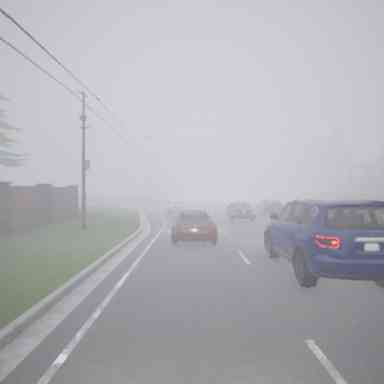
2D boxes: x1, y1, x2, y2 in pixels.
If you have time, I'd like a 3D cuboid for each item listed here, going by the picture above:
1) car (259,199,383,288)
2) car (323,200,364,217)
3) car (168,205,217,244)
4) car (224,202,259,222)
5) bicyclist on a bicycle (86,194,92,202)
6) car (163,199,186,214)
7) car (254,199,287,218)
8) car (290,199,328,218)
[{"bbox_3d":[3.580,1.192,9.280,2.150,2.045,5.566,0,0,0],"label":"car"},{"bbox_3d":[14.100,1.472,31.266,1.994,1.385,4.181,0,0,0],"label":"car"},{"bbox_3d":[0.089,1.518,15.538,1.994,1.385,4.181,0,0,0],"label":"car"},{"bbox_3d":[3.590,1.471,25.444,2.033,1.411,5.357,0,0,0],"label":"car"},{"bbox_3d":[-19.899,1.114,64.035,0.582,1.620,1.656,0,0,33],"label":"bicyclist on a bicycle"},{"bbox_3d":[-1.537,1.430,31.558,1.812,1.442,4.674,0,0,-13],"label":"car"},{"bbox_3d":[7.099,1.414,30.525,1.837,1.490,4.892,0,0,0],"label":"car"},{"bbox_3d":[10.599,1.415,30.553,1.837,1.490,4.892,0,0,0],"label":"car"}]
